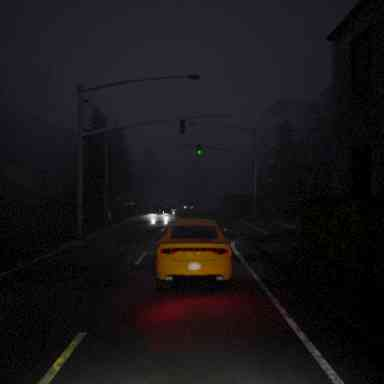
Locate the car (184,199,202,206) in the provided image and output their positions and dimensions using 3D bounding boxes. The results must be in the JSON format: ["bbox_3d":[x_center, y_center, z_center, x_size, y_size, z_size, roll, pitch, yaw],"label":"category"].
[{"bbox_3d":[0.243,1.888,60.798,1.994,1.385,4.181,0,0,27],"label":"car"}]

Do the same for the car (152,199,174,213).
[{"bbox_3d":[-3.616,1.815,40.026,1.895,1.301,4.718,0,0,1],"label":"car"}]

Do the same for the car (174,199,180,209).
[{"bbox_3d":[-3.061,1.793,50.013,1.812,1.442,4.674,0,0,9],"label":"car"}]

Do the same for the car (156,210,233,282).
[{"bbox_3d":[0.060,1.531,9.963,1.882,1.535,5.008,0,0,0],"label":"car"}]
